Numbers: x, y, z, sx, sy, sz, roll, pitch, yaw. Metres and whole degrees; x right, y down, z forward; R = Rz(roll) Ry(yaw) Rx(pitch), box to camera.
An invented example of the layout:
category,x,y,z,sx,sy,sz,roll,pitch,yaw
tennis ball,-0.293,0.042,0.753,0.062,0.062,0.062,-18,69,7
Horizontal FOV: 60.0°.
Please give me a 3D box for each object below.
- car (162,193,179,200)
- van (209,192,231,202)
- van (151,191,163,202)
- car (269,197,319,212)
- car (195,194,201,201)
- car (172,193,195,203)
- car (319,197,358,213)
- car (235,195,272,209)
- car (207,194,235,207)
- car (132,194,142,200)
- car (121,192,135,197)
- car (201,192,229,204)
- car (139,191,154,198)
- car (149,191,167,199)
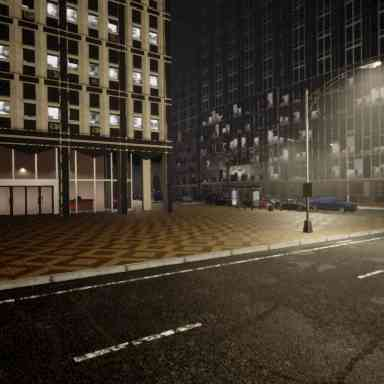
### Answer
category,x,y,z,sx,sy,sz,roll,pitch,yaw
car,-4.780,0.935,72.900,1.802,1.307,4.206,0,1,-35
van,4.892,0.855,58.855,1.690,1.788,3.998,0,1,-35
van,-5.233,0.937,58.784,1.690,1.788,3.998,0,1,-35
car,10.781,1.424,35.310,1.947,1.339,4.313,0,1,-35
car,1.669,1.043,63.539,1.802,1.307,4.206,0,1,-35
car,-1.924,1.098,58.629,1.812,1.442,4.674,-1,1,-34
car,14.577,1.317,34.577,1.882,1.535,5.008,-1,1,-35
car,7.571,1.388,40.003,1.802,1.307,4.206,0,1,-35
car,4.395,1.319,44.716,1.947,1.339,4.313,0,1,-35
car,-11.681,1.039,68.147,2.008,1.369,4.403,0,1,-35
car,-17.676,0.688,91.621,2.008,1.369,4.403,0,1,-35
car,3.877,1.020,50.124,2.097,1.767,4.553,-1,1,-34
car,-11.228,0.685,82.259,1.967,1.590,4.097,0,1,-35
car,-8.004,0.614,77.578,2.192,1.841,5.009,0,1,-35
